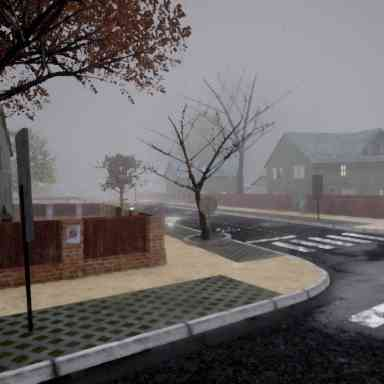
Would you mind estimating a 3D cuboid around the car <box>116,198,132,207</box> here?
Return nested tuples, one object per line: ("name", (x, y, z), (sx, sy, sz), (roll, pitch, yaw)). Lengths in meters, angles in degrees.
("car", (-10.976, 1.673, 53.502), (1.882, 1.535, 5.008), (-3, 1, -22))

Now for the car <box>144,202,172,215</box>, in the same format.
("car", (-3.671, 1.753, 35.041), (1.895, 1.301, 4.718), (-3, 1, -22))
